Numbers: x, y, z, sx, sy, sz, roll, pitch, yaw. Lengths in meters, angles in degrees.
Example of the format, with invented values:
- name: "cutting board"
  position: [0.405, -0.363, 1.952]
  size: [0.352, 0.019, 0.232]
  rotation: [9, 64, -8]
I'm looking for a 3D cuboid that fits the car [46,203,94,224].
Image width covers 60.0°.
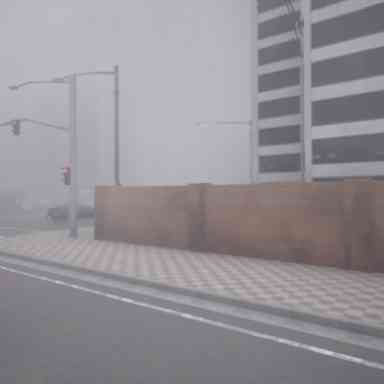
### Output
- name: "car"
  position: [-8.968, 1.617, 26.304]
  size: [2.128, 1.511, 4.902]
  rotation: [0, 0, 37]
